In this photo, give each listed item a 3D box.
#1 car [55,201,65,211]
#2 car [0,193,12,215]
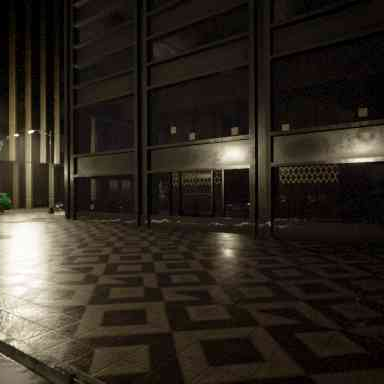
[{"bbox_3d":[-13.363,1.326,38.591,1.882,1.535,5.008,0,0,35],"label":"car"},{"bbox_3d":[-19.387,1.113,30.062,2.150,2.045,5.566,0,0,37],"label":"car"}]
